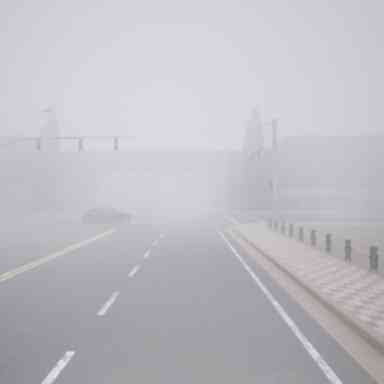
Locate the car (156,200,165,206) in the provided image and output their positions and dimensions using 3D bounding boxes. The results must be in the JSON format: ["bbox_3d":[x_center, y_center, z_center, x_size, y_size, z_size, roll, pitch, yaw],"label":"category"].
[{"bbox_3d":[-7.481,2.622,79.654,1.812,1.442,4.674,0,-1,0],"label":"car"}]

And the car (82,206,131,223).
[{"bbox_3d":[-7.447,1.960,29.184,4.181,1.385,1.994,0,-1,-1],"label":"car"}]

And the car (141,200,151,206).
[{"bbox_3d":[-10.980,2.623,79.678,1.812,1.442,4.674,0,-1,0],"label":"car"}]
